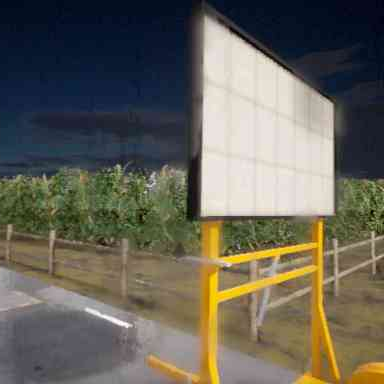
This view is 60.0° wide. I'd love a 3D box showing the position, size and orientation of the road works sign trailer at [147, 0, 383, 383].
[{"bbox_3d":[0.601,0.631,2.958,2.880,3.560,2.380,-1,-4,42],"label":"road works sign trailer"}]
